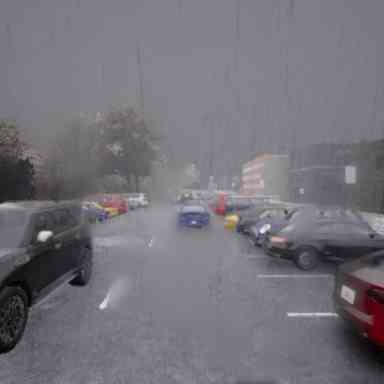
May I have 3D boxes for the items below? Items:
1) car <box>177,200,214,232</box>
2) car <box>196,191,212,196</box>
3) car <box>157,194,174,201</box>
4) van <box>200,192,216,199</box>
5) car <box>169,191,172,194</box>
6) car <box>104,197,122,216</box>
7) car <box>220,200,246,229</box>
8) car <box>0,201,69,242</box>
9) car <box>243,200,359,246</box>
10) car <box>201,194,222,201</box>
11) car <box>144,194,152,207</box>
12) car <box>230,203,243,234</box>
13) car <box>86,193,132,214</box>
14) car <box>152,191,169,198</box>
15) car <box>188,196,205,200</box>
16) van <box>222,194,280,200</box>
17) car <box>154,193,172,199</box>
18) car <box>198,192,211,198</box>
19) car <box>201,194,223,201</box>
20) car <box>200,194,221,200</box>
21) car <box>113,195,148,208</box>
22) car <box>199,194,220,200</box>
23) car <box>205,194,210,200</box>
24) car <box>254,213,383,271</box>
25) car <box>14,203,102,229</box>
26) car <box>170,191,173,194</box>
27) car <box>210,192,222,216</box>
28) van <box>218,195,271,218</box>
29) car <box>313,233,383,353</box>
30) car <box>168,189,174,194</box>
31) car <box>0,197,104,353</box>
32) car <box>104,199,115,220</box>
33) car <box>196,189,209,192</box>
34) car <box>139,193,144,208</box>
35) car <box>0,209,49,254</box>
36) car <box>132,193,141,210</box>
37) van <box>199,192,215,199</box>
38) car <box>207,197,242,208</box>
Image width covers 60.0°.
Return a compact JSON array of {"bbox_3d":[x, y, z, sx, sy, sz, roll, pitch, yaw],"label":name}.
[{"bbox_3d":[0.096,1.468,20.200,1.882,1.535,5.008,0,0,0],"label":"car"},{"bbox_3d":[4.171,1.182,78.187,5.366,1.575,1.946,0,0,0],"label":"car"},{"bbox_3d":[-3.504,1.268,47.845,1.895,1.301,4.718,0,0,0],"label":"car"},{"bbox_3d":[4.267,0.923,89.489,4.442,1.987,1.878,0,0,0],"label":"van"},{"bbox_3d":[-8.214,1.167,83.828,4.892,1.521,2.231,0,0,0],"label":"car"},{"bbox_3d":[-8.731,1.459,26.899,5.366,1.575,1.946,0,0,0],"label":"car"},{"bbox_3d":[4.542,1.470,21.467,4.892,1.521,2.231,0,0,0],"label":"car"},{"bbox_3d":[-8.575,1.348,15.884,4.553,1.767,2.185,0,0,0],"label":"car"},{"bbox_3d":[4.568,1.352,13.117,4.553,1.767,2.185,0,0,0],"label":"car"},{"bbox_3d":[4.346,1.234,75.361,4.674,1.452,2.002,0,0,0],"label":"car"},{"bbox_3d":[-8.578,1.189,43.733,5.566,2.045,2.435,0,0,0],"label":"car"},{"bbox_3d":[4.530,1.476,15.901,4.892,1.521,2.231,0,0,0],"label":"car"},{"bbox_3d":[-8.574,1.207,29.684,5.566,2.045,2.435,0,0,0],"label":"car"},{"bbox_3d":[-8.199,1.067,75.356,4.553,1.767,2.185,0,0,0],"label":"car"},{"bbox_3d":[0.091,1.515,38.230,2.033,1.411,5.357,0,0,0],"label":"car"},{"bbox_3d":[4.652,1.240,24.251,4.442,1.987,1.878,0,0,0],"label":"van"},{"bbox_3d":[-8.172,1.127,95.009,5.008,1.535,2.097,0,0,0],"label":"car"},{"bbox_3d":[4.306,1.242,69.709,4.792,1.488,2.163,0,0,0],"label":"car"},{"bbox_3d":[4.340,1.243,72.536,4.674,1.452,2.002,0,0,0],"label":"car"},{"bbox_3d":[4.368,1.176,81.013,5.008,1.535,2.097,0,0,0],"label":"car"},{"bbox_3d":[-8.518,1.311,46.519,4.553,1.767,2.185,0,0,0],"label":"car"},{"bbox_3d":[4.365,1.167,83.838,5.008,1.535,2.097,0,0,0],"label":"car"},{"bbox_3d":[4.716,1.438,43.733,5.366,1.575,1.946,0,0,0],"label":"car"},{"bbox_3d":[4.535,1.518,10.334,4.674,1.452,2.002,0,0,0],"label":"car"},{"bbox_3d":[-8.515,1.498,21.453,4.792,1.488,2.163,0,0,0],"label":"car"},{"bbox_3d":[-8.163,1.178,89.351,4.792,1.488,2.163,0,0,0],"label":"car"},{"bbox_3d":[4.563,1.211,27.034,5.566,2.045,2.435,0,0,0],"label":"car"},{"bbox_3d":[4.650,1.233,29.693,4.442,1.987,1.878,0,0,0],"label":"van"},{"bbox_3d":[4.568,1.510,4.767,4.792,1.488,2.163,0,0,0],"label":"car"},{"bbox_3d":[-8.157,0.888,92.174,5.566,2.045,2.435,0,0,0],"label":"car"},{"bbox_3d":[-3.601,1.221,6.475,2.150,2.045,5.566,0,0,0],"label":"car"},{"bbox_3d":[-8.550,1.465,24.240,5.008,1.535,2.097,0,0,0],"label":"car"},{"bbox_3d":[4.405,0.907,86.663,5.566,2.045,2.435,0,0,0],"label":"car"},{"bbox_3d":[-8.580,1.318,40.823,4.553,1.767,2.185,0,0,0],"label":"car"},{"bbox_3d":[-8.549,1.478,13.099,4.892,1.521,2.231,0,0,0],"label":"car"},{"bbox_3d":[-8.579,1.322,38.038,4.553,1.767,2.185,0,0,0],"label":"car"},{"bbox_3d":[4.281,0.902,95.020,4.442,1.987,1.878,0,0,0],"label":"van"},{"bbox_3d":[4.515,1.478,46.375,4.674,1.452,2.002,-1,0,0],"label":"car"}]
